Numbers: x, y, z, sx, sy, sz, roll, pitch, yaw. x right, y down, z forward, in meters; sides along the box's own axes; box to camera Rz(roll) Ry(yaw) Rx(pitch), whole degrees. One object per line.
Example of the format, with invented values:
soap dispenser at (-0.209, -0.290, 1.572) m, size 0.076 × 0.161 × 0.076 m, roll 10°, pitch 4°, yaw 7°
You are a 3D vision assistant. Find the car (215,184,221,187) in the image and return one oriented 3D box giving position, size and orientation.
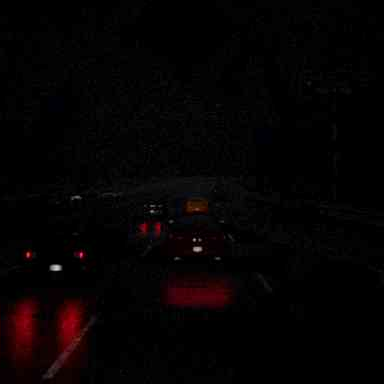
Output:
car at (5.695, -0.081, 70.938) m, size 2.150 × 2.045 × 5.566 m, roll 0°, pitch 2°, yaw 4°

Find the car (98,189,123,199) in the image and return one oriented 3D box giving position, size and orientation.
car at (-12.801, 0.511, 53.790) m, size 2.150 × 2.045 × 5.566 m, roll 0°, pitch 2°, yaw 3°

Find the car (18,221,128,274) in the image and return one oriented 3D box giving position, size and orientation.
car at (-3.339, 1.569, 10.435) m, size 1.895 × 1.301 × 4.718 m, roll 0°, pitch 0°, yaw 1°

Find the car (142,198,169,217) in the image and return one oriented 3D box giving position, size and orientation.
car at (-3.032, 1.268, 28.254) m, size 2.128 × 1.511 × 4.902 m, roll 0°, pitch 1°, yaw 1°

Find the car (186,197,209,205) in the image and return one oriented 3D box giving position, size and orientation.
car at (0.516, 1.225, 30.092) m, size 1.882 × 1.535 × 5.008 m, roll 0°, pitch 1°, yaw 1°

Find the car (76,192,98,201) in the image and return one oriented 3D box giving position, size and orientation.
car at (-16.326, 0.809, 53.215) m, size 1.837 × 1.490 × 4.892 m, roll 0°, pitch 2°, yaw 3°

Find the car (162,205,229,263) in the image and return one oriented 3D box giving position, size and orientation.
car at (0.178, 1.438, 11.816) m, size 1.882 × 1.535 × 5.008 m, roll 0°, pitch 0°, yaw 1°

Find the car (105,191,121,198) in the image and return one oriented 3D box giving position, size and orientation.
car at (-15.630, 0.485, 65.996) m, size 1.895 × 1.301 × 4.718 m, roll 0°, pitch 2°, yaw 3°

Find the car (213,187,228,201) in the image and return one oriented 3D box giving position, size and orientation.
car at (4.820, 0.557, 55.164) m, size 2.097 × 1.767 × 4.553 m, roll 0°, pitch 2°, yaw 3°

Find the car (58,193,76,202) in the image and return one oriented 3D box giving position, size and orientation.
car at (-19.777, 0.828, 54.257) m, size 2.033 × 1.411 × 5.357 m, roll 0°, pitch 2°, yaw 3°
